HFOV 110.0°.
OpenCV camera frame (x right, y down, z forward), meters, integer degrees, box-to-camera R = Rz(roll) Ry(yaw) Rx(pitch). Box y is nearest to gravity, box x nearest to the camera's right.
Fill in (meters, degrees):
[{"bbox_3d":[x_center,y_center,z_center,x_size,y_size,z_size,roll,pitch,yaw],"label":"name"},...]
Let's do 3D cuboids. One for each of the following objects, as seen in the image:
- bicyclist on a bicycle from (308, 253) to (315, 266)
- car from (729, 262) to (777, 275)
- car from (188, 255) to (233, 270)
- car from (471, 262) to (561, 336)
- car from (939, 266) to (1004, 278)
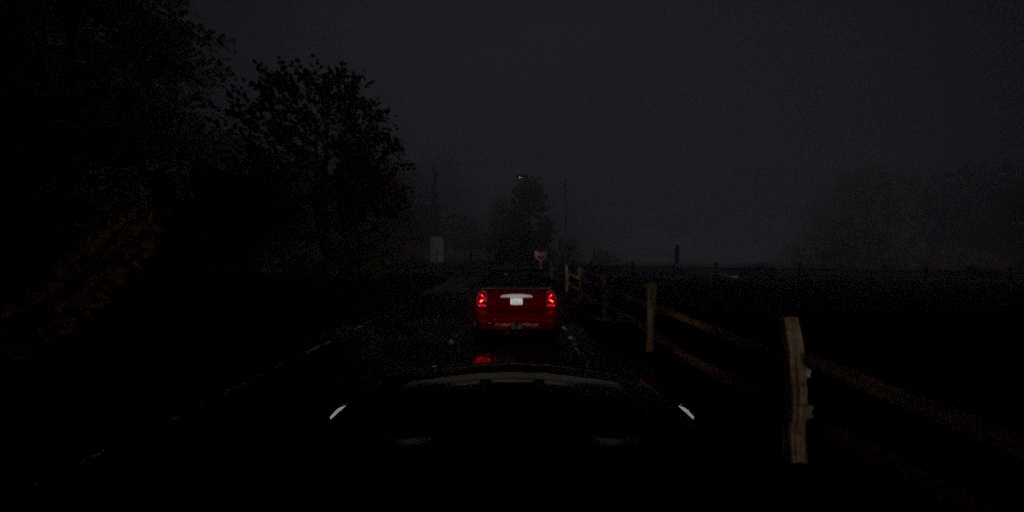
[{"bbox_3d":[-22.654,0.458,40.358,0.582,1.620,1.656,1,1,0],"label":"bicyclist on a bicycle"},{"bbox_3d":[25.048,1.297,37.373,4.181,1.385,1.994,1,1,0],"label":"car"},{"bbox_3d":[-28.800,0.619,34.356,4.181,1.385,1.994,1,1,0],"label":"car"},{"bbox_3d":[0.101,1.015,10.181,2.097,1.767,4.553,0,1,0],"label":"car"},{"bbox_3d":[47.589,1.660,37.259,4.718,1.301,1.895,1,1,0],"label":"car"}]
